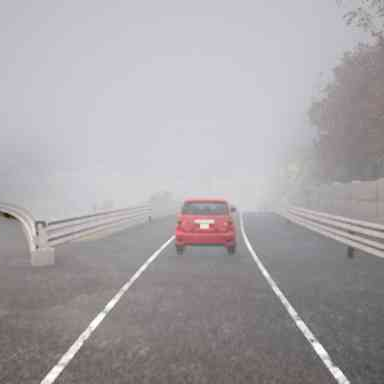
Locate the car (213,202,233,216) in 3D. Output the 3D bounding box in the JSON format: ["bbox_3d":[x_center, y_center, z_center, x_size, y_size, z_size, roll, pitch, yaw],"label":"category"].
[{"bbox_3d":[3.323,1.706,34.934,1.895,1.301,4.718,0,-1,8],"label":"car"}]

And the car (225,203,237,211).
[{"bbox_3d":[7.254,2.812,61.210,1.812,1.442,4.674,0,-4,10],"label":"car"}]

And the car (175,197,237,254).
[{"bbox_3d":[0.623,1.217,13.624,2.150,2.045,5.566,0,0,5],"label":"car"}]

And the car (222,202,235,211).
[{"bbox_3d":[5.685,2.290,51.337,1.895,1.301,4.718,0,-3,9],"label":"car"}]
